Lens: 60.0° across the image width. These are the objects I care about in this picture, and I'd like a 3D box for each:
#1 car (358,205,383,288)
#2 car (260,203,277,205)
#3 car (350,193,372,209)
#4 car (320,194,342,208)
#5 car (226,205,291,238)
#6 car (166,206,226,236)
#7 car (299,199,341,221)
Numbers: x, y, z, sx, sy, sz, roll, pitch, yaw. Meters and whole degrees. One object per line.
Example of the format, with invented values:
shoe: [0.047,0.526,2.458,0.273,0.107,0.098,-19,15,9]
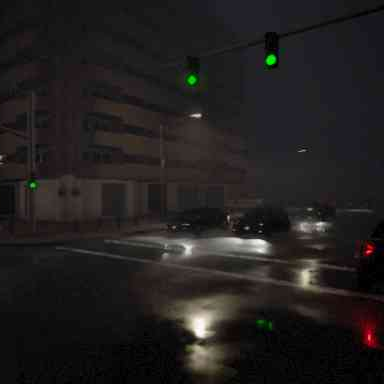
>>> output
car: [5.768,1.347,8.652,2.097,1.767,4.553,-1,0,35]
car: [6.331,1.644,27.855,1.994,1.385,4.181,-1,0,35]
car: [23.238,1.192,45.627,2.150,2.045,5.566,-1,0,35]
car: [19.239,1.251,46.066,2.150,2.045,5.566,-1,-1,36]
car: [3.893,1.625,18.315,1.994,1.385,4.181,-1,0,35]
car: [0.452,1.609,19.509,1.837,1.490,4.892,-1,0,35]
car: [10.634,1.580,27.889,2.033,1.411,5.357,-1,0,35]
